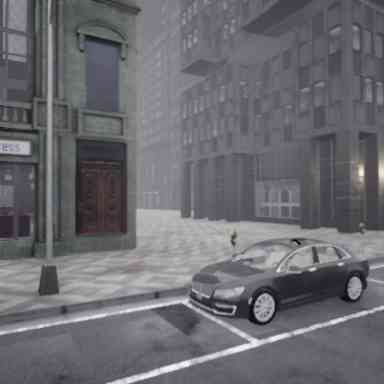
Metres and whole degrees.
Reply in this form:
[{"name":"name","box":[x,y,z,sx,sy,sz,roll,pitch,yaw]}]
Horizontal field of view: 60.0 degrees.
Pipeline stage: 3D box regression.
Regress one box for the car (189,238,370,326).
[{"name":"car","box":[2.031,1.720,7.265,4.403,1.369,2.008,1,-2,-30]}]
